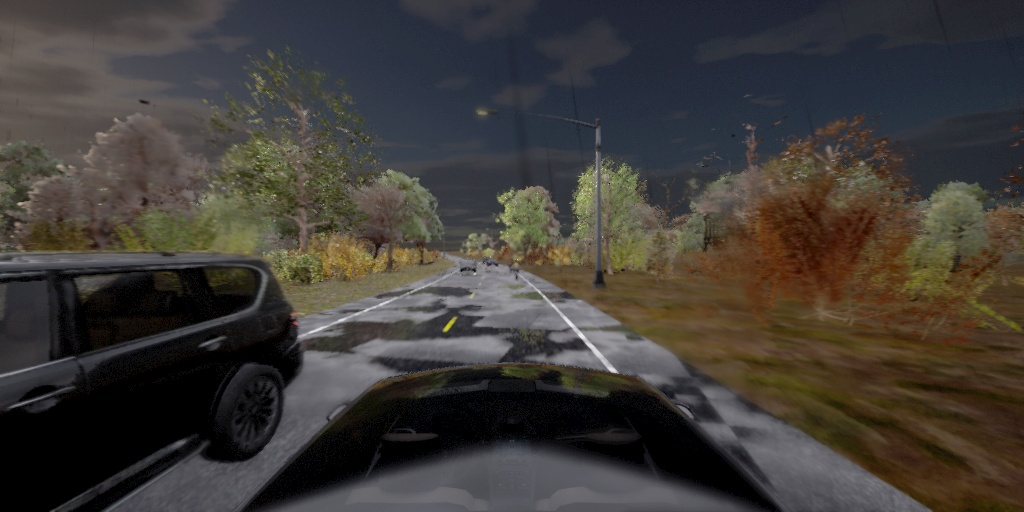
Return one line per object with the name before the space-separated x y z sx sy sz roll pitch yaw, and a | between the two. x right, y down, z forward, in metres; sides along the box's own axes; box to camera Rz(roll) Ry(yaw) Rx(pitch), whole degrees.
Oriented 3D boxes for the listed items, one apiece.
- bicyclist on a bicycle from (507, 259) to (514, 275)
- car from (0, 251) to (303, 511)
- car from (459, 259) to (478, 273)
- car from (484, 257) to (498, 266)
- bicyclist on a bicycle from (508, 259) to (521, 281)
bicyclist on a bicycle | -0.151 1.112 36.803 0.582 1.620 1.656 0 0 -4
car | -3.613 0.984 2.080 2.150 2.045 5.566 0 0 0
car | -5.084 1.163 42.099 1.837 1.490 4.892 0 0 -4
car | -3.599 1.162 64.362 1.895 1.301 4.718 0 0 -6
bicyclist on a bicycle | 0.325 1.124 28.330 0.866 1.612 1.509 0 -1 -3
